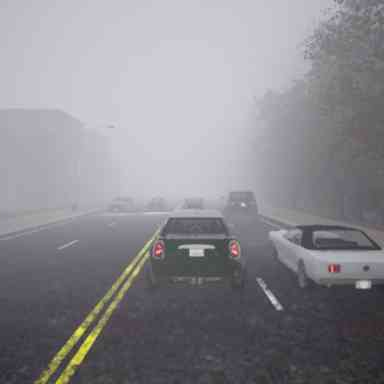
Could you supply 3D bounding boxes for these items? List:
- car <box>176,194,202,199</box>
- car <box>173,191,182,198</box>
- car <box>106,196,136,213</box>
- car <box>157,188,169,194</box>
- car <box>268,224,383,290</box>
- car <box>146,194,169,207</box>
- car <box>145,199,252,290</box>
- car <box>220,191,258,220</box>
[{"bbox_3d":[0.127,1.157,25.386,2.128,1.511,4.902,0,1,0],"label":"car"},{"bbox_3d":[-3.148,0.537,73.813,1.895,1.301,4.718,0,1,0],"label":"car"},{"bbox_3d":[-6.556,1.126,31.454,2.033,1.411,5.357,0,1,0],"label":"car"},{"bbox_3d":[-6.397,0.164,73.812,2.150,2.045,5.566,0,1,0],"label":"car"},{"bbox_3d":[3.353,1.489,8.691,1.895,1.301,4.718,0,1,0],"label":"car"},{"bbox_3d":[-3.300,1.135,32.290,1.994,1.385,4.181,0,1,0],"label":"car"},{"bbox_3d":[0.102,1.233,8.926,2.097,1.767,4.553,0,1,0],"label":"car"},{"bbox_3d":[3.377,0.902,24.522,2.150,2.045,5.566,0,1,0],"label":"car"}]
